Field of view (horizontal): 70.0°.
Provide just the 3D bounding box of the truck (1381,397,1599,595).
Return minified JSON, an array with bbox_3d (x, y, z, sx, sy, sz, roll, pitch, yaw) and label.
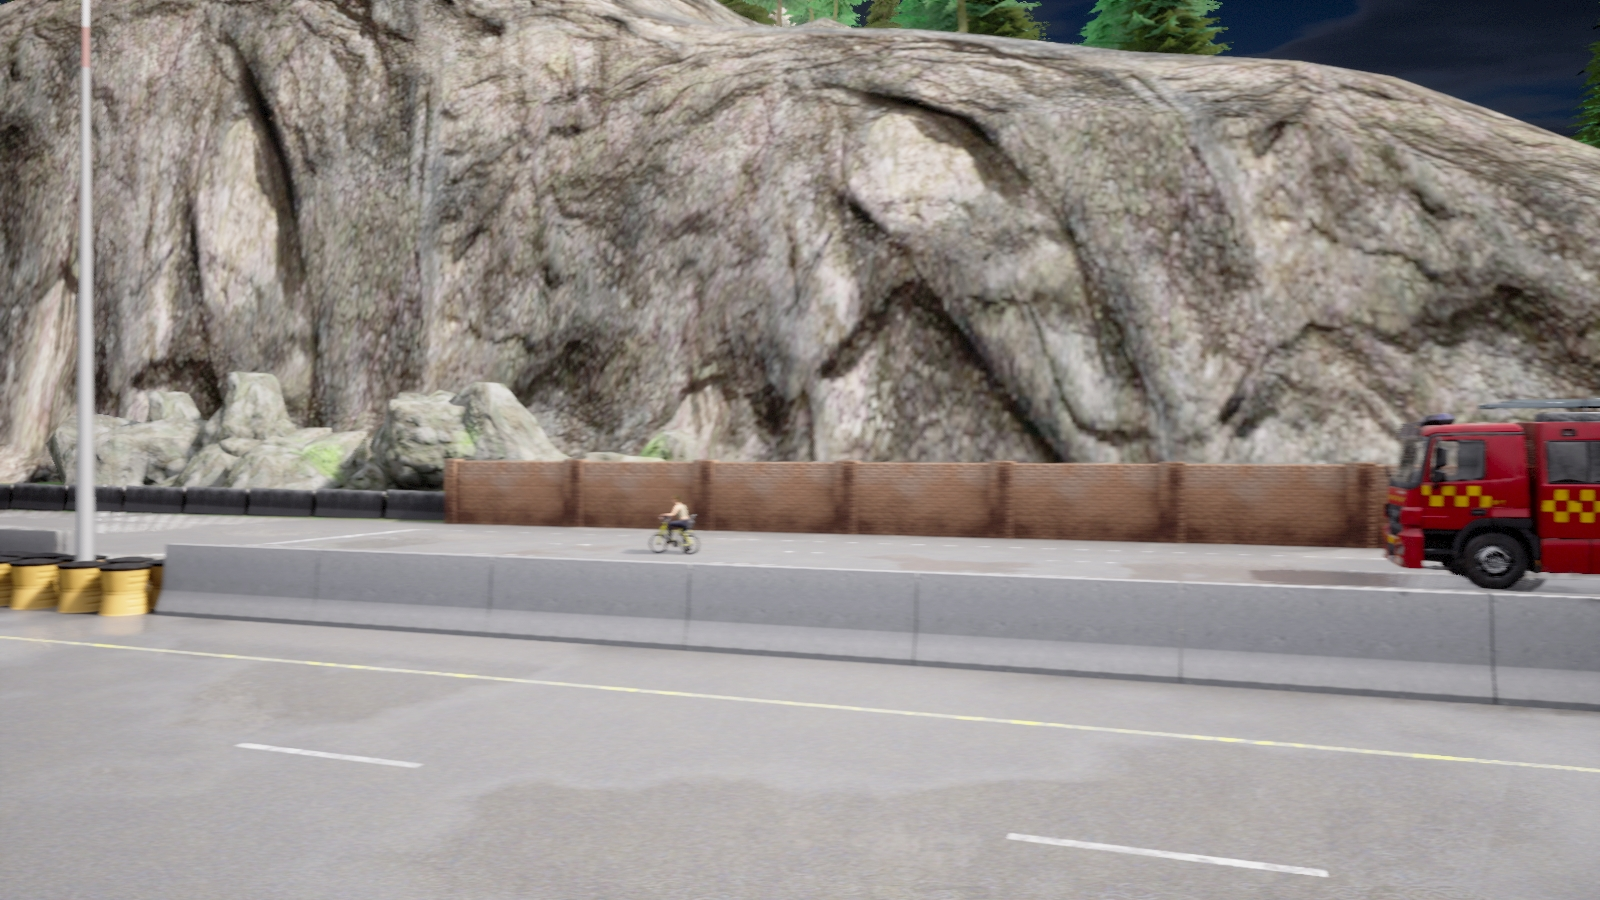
[{"bbox_3d":[16.736,0.895,23.212,8.468,3.827,2.891,0,0,19],"label":"truck"}]
